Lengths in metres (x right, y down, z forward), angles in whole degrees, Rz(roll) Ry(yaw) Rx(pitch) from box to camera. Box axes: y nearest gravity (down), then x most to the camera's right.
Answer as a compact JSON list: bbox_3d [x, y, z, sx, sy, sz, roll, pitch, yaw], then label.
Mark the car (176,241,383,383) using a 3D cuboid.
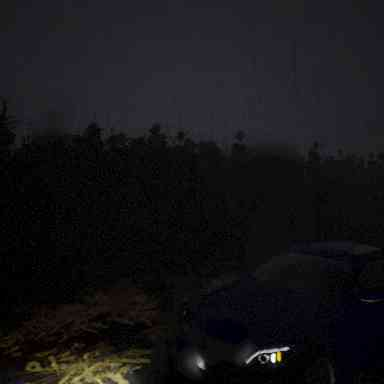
[{"bbox_3d":[1.980,1.519,4.876,4.674,1.442,1.812,0,0,-35],"label":"car"}]
